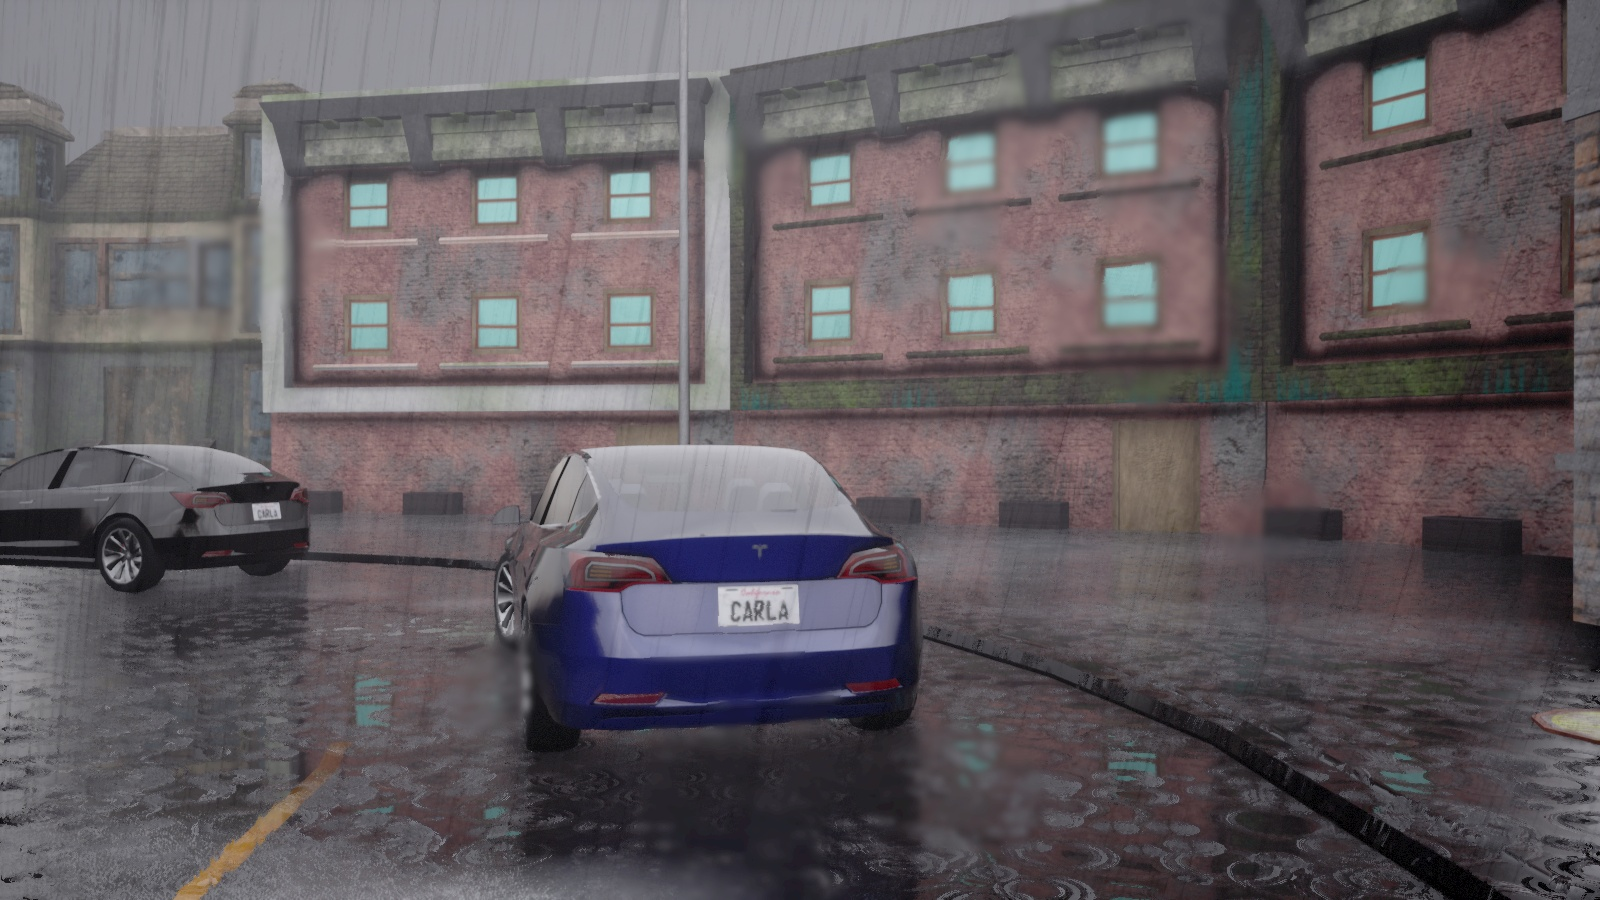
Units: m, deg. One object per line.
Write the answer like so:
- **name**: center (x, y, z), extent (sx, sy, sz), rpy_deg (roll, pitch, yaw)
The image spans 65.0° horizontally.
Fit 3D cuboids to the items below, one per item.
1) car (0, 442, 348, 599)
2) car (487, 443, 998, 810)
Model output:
- **car**: center (-7.658, 0.662, 13.905), extent (4.792, 1.488, 2.163), rpy_deg (0, 0, 23)
- **car**: center (-0.768, 0.703, 7.696), extent (2.163, 1.488, 4.792), rpy_deg (0, 0, -15)
